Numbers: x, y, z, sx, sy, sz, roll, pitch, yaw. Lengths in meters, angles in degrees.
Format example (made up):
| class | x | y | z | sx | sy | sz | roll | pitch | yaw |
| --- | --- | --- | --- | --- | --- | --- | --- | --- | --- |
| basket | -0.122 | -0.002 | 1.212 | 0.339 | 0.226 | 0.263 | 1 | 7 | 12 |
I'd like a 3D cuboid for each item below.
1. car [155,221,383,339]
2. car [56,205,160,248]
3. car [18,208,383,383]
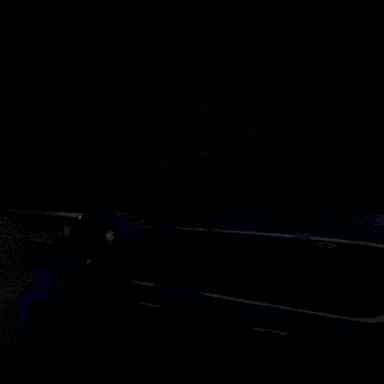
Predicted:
| class | x | y | z | sx | sy | sz | roll | pitch | yaw |
| --- | --- | --- | --- | --- | --- | --- | --- | --- | --- |
| car | 1.564 | 1.525 | 7.174 | 4.674 | 1.442 | 1.812 | 0 | 0 | 35 |
| car | -4.006 | 1.474 | 15.443 | 5.008 | 1.535 | 1.882 | 0 | 0 | 35 |
| car | 0.312 | 1.221 | 3.769 | 5.566 | 2.045 | 2.150 | 0 | 0 | 35 |
